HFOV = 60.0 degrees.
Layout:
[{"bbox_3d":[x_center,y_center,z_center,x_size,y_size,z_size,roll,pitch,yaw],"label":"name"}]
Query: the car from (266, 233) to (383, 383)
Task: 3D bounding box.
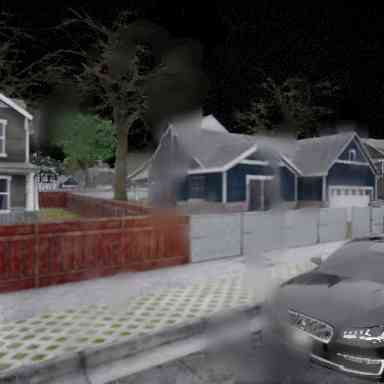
[{"bbox_3d":[3.306,1.496,5.406,4.892,1.490,1.837,0,0,-35],"label":"car"}]
